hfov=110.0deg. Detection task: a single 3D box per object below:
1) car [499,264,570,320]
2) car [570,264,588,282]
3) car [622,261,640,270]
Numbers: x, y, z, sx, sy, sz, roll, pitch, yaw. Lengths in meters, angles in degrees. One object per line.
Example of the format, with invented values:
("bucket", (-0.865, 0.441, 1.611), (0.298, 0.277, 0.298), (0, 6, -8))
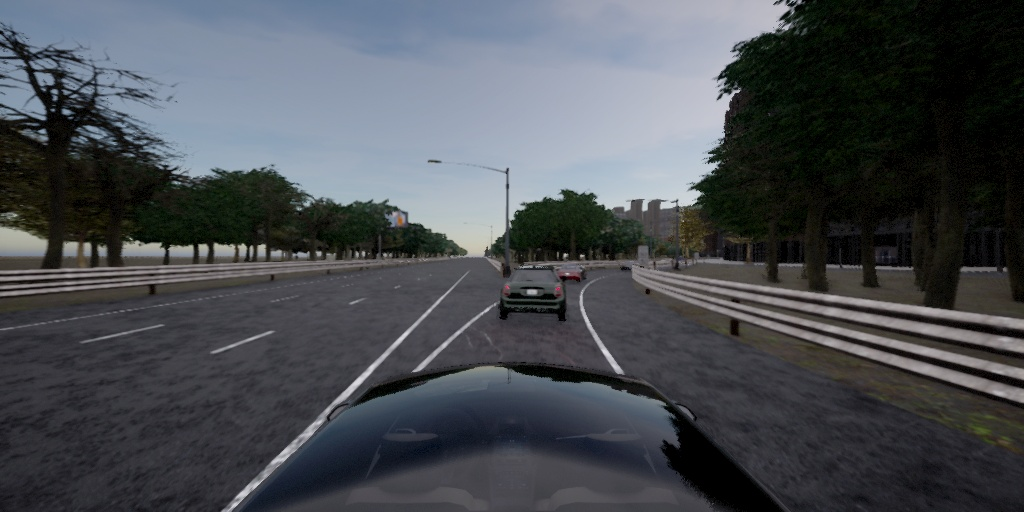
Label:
("car", (0.906, 1.112, 12.918), (2.097, 1.767, 4.553), (1, 0, 8))
("car", (4.967, 1.354, 29.451), (1.994, 1.385, 4.181), (0, 0, 20))
("car", (17.853, 1.408, 53.040), (1.994, 1.385, 4.181), (0, 0, 37))
